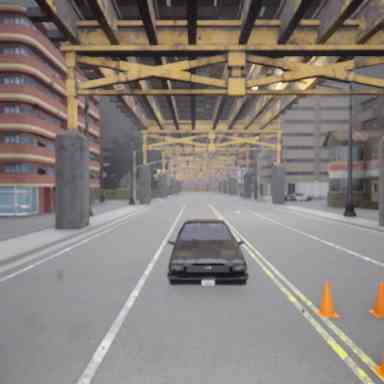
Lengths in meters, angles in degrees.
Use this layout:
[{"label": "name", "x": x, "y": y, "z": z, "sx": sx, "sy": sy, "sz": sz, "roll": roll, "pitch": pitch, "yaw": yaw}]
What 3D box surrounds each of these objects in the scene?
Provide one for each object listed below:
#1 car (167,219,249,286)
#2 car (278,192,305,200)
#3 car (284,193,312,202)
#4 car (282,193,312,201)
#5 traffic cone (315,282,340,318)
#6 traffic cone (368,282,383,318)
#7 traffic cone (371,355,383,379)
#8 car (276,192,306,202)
[{"label": "car", "x": 0.377, "y": 1.518, "z": 9.682, "sx": 2.033, "sy": 1.411, "sz": 5.357, "roll": 0, "pitch": 0, "yaw": 1}, {"label": "car", "x": 17.941, "y": 0.710, "z": 59.905, "sx": 4.536, "sy": 1.218, "sz": 1.853, "roll": 0, "pitch": 1, "yaw": 25}, {"label": "car", "x": 17.541, "y": 0.921, "z": 55.773, "sx": 4.974, "sy": 1.542, "sz": 2.038, "roll": 0, "pitch": 1, "yaw": -20}, {"label": "car", "x": 17.589, "y": 0.763, "z": 55.788, "sx": 4.536, "sy": 1.218, "sz": 1.853, "roll": 0, "pitch": 1, "yaw": -20}, {"label": "traffic cone", "x": 2.465, "y": 1.940, "z": 6.073, "sx": 0.340, "sy": 0.580, "sz": 0.340, "roll": 0, "pitch": 0, "yaw": 0}, {"label": "traffic cone", "x": 3.464, "y": 1.940, "z": 6.067, "sx": 0.340, "sy": 0.580, "sz": 0.340, "roll": 0, "pitch": 0, "yaw": 0}, {"label": "traffic cone", "x": 2.451, "y": 1.945, "z": 4.073, "sx": 0.340, "sy": 0.580, "sz": 0.340, "roll": 0, "pitch": 0, "yaw": 0}, {"label": "car", "x": 17.894, "y": 0.867, "z": 59.929, "sx": 4.974, "sy": 1.542, "sz": 2.038, "roll": 0, "pitch": 1, "yaw": 25}]
